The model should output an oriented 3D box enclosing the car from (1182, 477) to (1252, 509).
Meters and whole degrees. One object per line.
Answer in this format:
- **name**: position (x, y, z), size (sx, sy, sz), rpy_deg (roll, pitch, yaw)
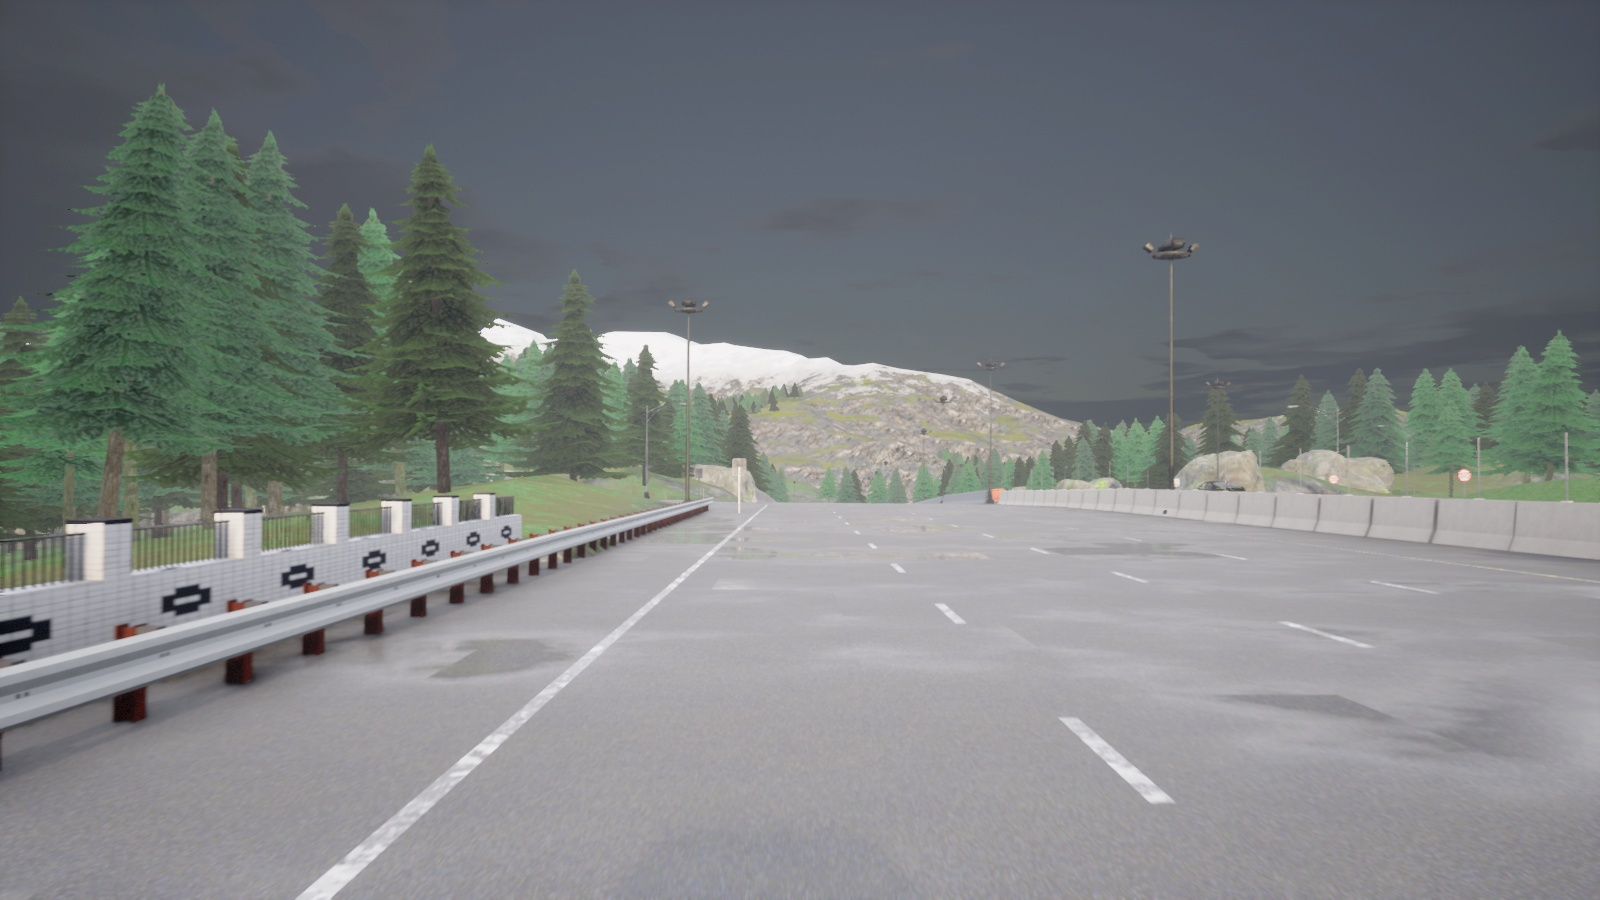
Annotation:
- **car**: position (20.848, 2.112, 62.937), size (2.007, 1.525, 4.514), rpy_deg (0, -1, 0)
